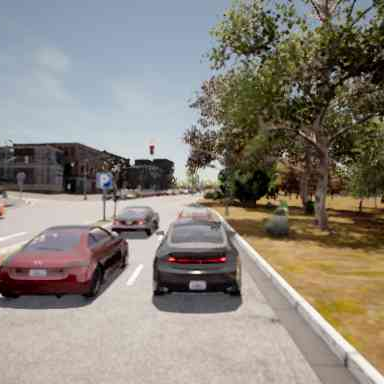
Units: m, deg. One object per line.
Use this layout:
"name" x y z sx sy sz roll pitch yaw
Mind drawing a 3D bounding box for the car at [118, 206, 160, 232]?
"car" -2.849 1.425 17.670 2.033 1.411 5.357 0 0 1

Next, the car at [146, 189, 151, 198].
"car" -12.660 0.714 77.767 4.674 1.452 2.002 -1 1 -13

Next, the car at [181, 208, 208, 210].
"car" 0.154 1.477 17.766 1.895 1.301 4.718 0 0 0

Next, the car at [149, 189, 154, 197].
"car" -12.289 0.688 80.769 4.674 1.452 2.002 -1 0 -13

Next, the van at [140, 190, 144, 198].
"van" -13.259 0.497 71.798 4.442 1.987 1.878 -1 0 -14

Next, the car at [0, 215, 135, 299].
"car" -2.902 1.503 8.365 1.994 1.385 4.181 0 0 1

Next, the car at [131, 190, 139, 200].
"car" -13.816 0.769 65.808 5.366 1.575 1.946 -1 0 -15

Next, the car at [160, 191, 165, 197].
"car" -11.025 0.320 89.754 5.566 2.045 2.435 -1 0 -12

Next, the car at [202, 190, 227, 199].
"car" 4.649 0.574 68.383 4.553 1.767 2.185 0 0 -14

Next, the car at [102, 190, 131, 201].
"car" -14.460 0.836 62.816 4.792 1.488 2.163 -1 1 -15

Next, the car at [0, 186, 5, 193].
"car" -31.179 -0.309 53.671 2.002 1.452 4.674 6 -2 -19

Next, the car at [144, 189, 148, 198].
"car" -13.032 0.701 74.771 4.892 1.521 2.231 -1 0 -14

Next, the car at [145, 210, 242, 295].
"car" 0.107 1.443 8.498 1.837 1.490 4.892 0 0 0

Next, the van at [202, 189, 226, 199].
"van" 4.266 0.500 65.413 4.442 1.987 1.878 0 1 -14

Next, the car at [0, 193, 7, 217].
"car" -16.634 1.195 25.011 4.553 1.767 2.185 -1 1 -19

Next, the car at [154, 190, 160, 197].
"car" -11.475 0.637 86.751 4.674 1.452 2.002 -1 1 -12
